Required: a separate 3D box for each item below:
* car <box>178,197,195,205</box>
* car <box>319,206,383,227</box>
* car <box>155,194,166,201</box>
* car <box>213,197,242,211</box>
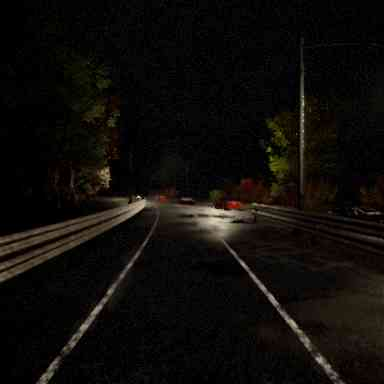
[{"bbox_3d":[-1.102,1.581,57.612,1.895,1.301,4.718,0,0,-17],"label":"car"},{"bbox_3d":[10.102,1.657,21.341,1.837,1.490,4.892,0,0,-17],"label":"car"},{"bbox_3d":[-7.429,1.268,78.100,2.097,1.767,4.553,0,0,-17],"label":"car"},{"bbox_3d":[4.246,1.380,40.390,2.097,1.767,4.553,2,0,-17],"label":"car"}]
